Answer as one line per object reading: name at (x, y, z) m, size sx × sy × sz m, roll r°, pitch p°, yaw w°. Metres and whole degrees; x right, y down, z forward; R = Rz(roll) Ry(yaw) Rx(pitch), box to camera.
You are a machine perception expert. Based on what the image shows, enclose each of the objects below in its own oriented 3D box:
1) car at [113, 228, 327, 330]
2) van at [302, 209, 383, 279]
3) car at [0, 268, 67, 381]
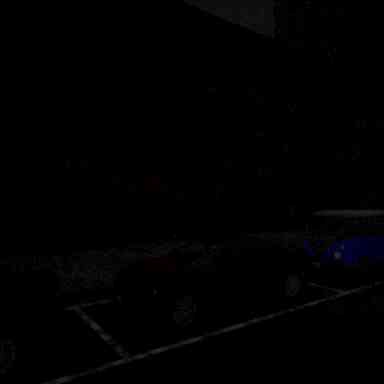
car at (0.599, 1.587, 6.962) m, size 4.507 × 1.381 × 1.887 m, roll 1°, pitch -1°, yaw -36°
van at (5.037, 1.437, 10.129) m, size 3.998 × 1.788 × 1.690 m, roll 1°, pitch -1°, yaw -36°
car at (-3.838, 1.535, 3.796) m, size 4.507 × 1.381 × 1.887 m, roll 1°, pitch 0°, yaw -36°
